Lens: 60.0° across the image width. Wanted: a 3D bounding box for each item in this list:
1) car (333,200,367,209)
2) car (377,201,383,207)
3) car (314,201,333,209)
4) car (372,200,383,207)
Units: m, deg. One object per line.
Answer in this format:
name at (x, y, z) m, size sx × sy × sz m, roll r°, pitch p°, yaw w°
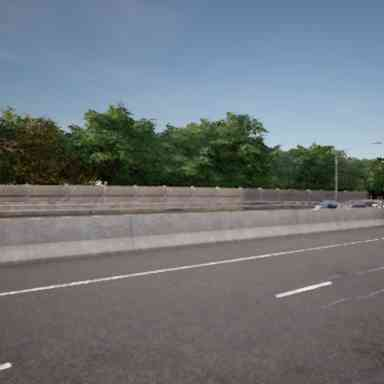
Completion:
car at (21.735, 1.836, 45.227) m, size 4.553 × 1.767 × 2.097 m, roll 1°, pitch 0°, yaw -35°
car at (23.444, 2.018, 37.863) m, size 4.181 × 1.385 × 1.994 m, roll 1°, pitch -1°, yaw -35°
car at (19.660, 2.010, 48.042) m, size 4.674 × 1.442 × 1.812 m, roll 1°, pitch -1°, yaw -35°
car at (32.905, 2.159, 57.399) m, size 4.902 × 1.511 × 2.128 m, roll 0°, pitch 0°, yaw -35°
